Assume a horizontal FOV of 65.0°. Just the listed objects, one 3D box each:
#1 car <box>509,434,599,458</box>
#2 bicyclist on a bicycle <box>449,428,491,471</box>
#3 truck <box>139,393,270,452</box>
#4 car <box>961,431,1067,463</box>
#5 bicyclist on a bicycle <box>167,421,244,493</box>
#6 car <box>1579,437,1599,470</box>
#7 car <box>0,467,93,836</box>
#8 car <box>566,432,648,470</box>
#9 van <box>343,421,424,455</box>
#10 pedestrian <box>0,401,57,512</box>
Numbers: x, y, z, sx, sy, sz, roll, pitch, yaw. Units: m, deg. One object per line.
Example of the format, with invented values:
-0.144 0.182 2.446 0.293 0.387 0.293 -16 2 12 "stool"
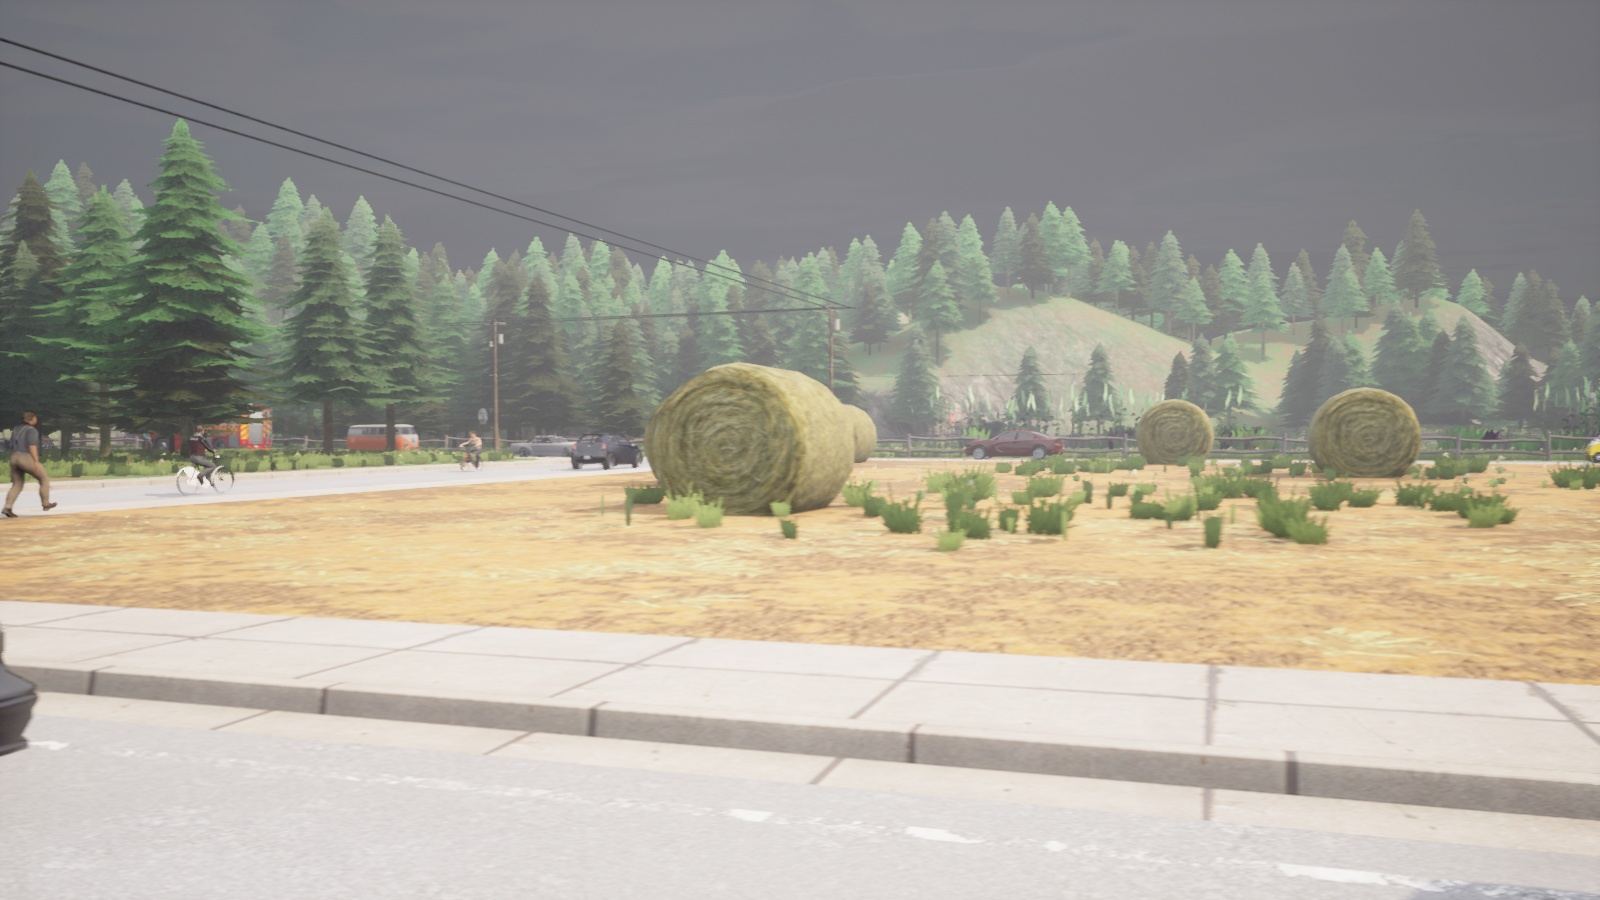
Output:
-13.717 -0.251 69.895 4.718 1.301 1.895 1 1 25 "car"
-12.772 -0.037 48.676 0.866 1.612 1.509 1 1 19 "bicyclist on a bicycle"
-39.808 -1.831 83.935 8.468 3.827 2.891 1 1 21 "truck"
10.840 -0.182 63.638 5.008 1.535 1.882 1 1 22 "car"
-15.051 0.158 31.836 0.659 1.776 1.843 1 1 20 "bicyclist on a bicycle"
34.806 0.144 53.766 2.207 1.376 1.481 1 1 22 "car"
-5.822 0.767 5.151 5.357 1.411 2.033 1 1 19 "car"
-7.924 0.007 51.840 1.845 1.501 3.633 1 1 20 "car"
-24.719 -0.712 74.472 4.442 1.987 1.775 0 1 22 "van"
-13.102 0.102 21.279 0.540 1.848 0.694 0 1 15 "pedestrian"
